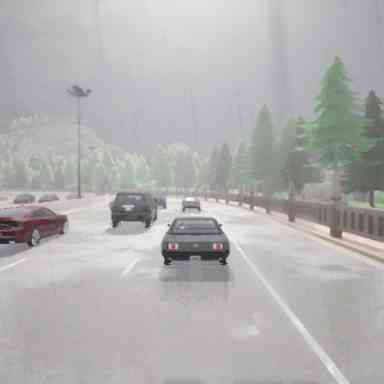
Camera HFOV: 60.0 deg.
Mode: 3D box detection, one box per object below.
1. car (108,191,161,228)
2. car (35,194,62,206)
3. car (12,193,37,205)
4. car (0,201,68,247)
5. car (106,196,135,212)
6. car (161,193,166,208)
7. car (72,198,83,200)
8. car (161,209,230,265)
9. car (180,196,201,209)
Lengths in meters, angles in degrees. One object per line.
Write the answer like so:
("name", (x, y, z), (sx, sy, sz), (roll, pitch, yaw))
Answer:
("car", (-3.407, 0.977, 20.434), (2.150, 2.045, 5.566), (0, 1, 0))
("car", (-19.096, 1.014, 44.550), (2.033, 1.411, 5.357), (0, 1, -9))
("car", (-22.912, 0.961, 45.658), (1.837, 1.490, 4.892), (0, 0, -11))
("car", (-6.904, 1.307, 14.115), (1.882, 1.535, 5.008), (0, 1, 0))
("car", (-7.135, 1.145, 33.608), (2.033, 1.411, 5.357), (0, 1, -3))
("car", (-4.029, 0.895, 38.187), (2.097, 1.767, 4.553), (0, 1, -5))
("car", (-15.479, 0.954, 43.730), (1.882, 1.535, 5.008), (0, 0, -9))
("car", (0.096, 1.466, 11.150), (1.895, 1.301, 4.718), (0, 1, 0))
("car", (-0.151, 1.141, 33.958), (2.033, 1.411, 5.357), (0, 1, -3))
